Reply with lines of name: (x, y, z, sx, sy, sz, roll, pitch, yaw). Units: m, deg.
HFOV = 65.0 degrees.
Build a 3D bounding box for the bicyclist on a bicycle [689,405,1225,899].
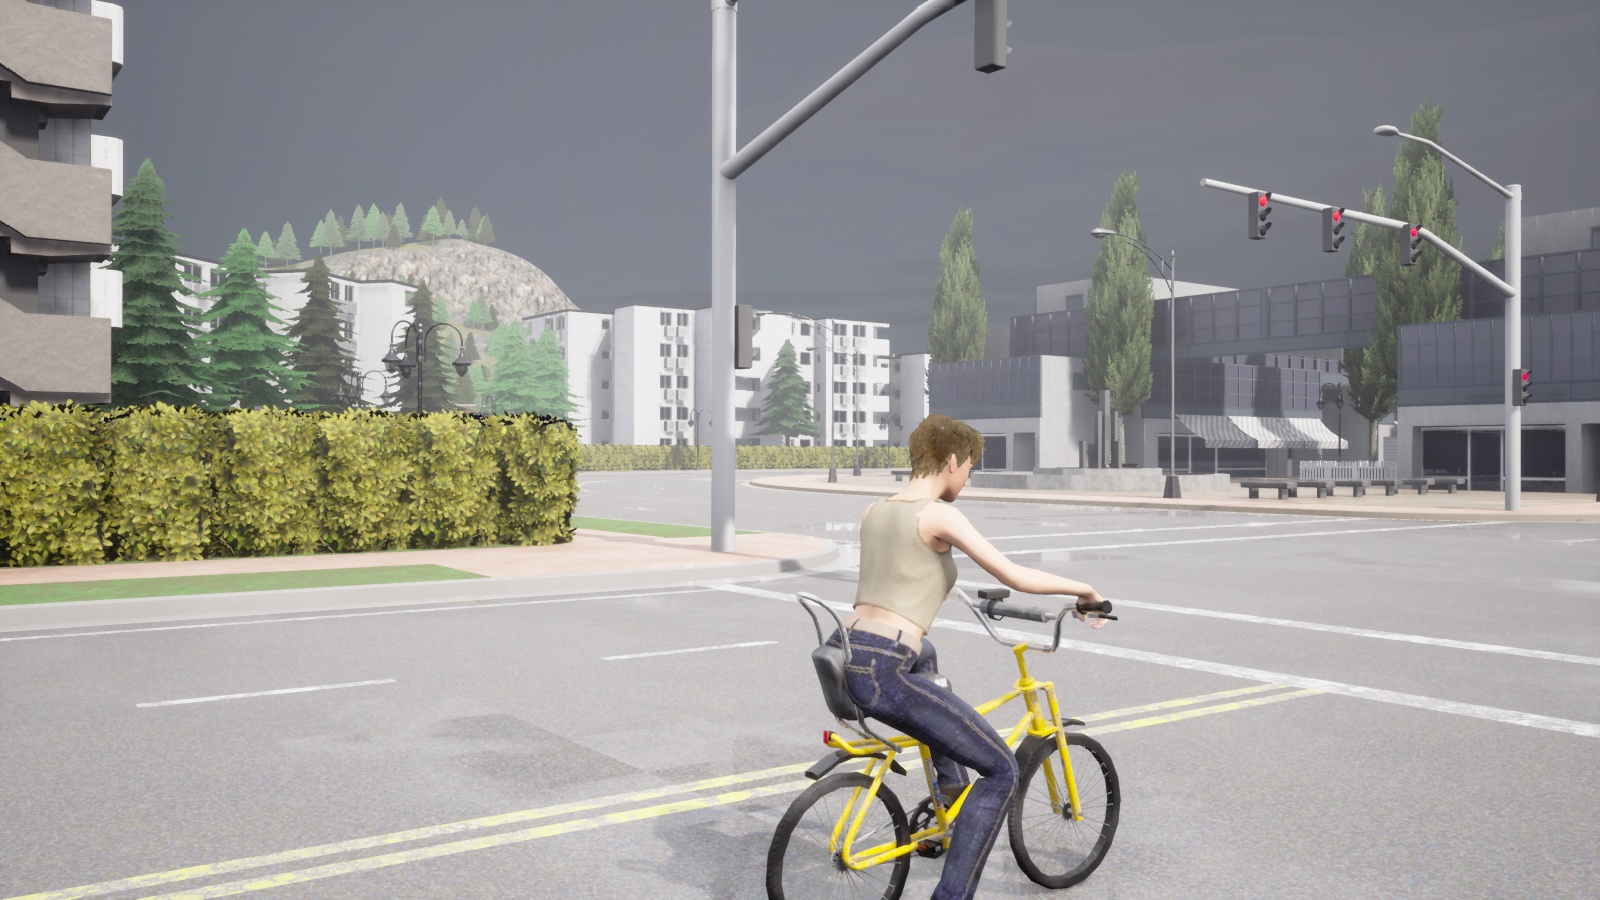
bicyclist on a bicycle: (0.520, 0.690, 4.026, 1.509, 1.612, 0.866, 0, 0, -35)
